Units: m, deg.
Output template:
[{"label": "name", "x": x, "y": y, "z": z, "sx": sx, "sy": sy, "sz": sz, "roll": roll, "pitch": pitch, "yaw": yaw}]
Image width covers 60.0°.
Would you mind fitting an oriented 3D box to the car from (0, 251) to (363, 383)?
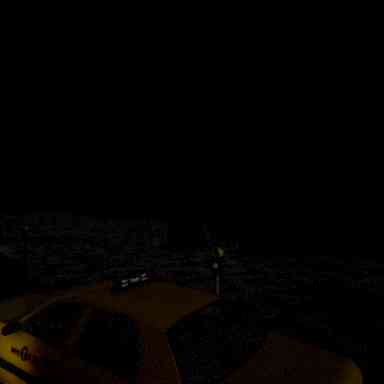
[{"label": "car", "x": -0.822, "y": 1.525, "z": 3.552, "sx": 4.829, "sy": 1.417, "sz": 1.752, "roll": 0, "pitch": 0, "yaw": 36}]
